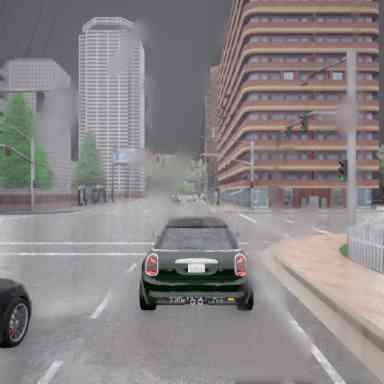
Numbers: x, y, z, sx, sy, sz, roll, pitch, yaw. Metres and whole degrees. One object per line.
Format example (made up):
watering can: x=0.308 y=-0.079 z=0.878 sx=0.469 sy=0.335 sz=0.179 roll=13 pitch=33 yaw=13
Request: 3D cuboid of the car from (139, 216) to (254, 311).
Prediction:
car: x=0.098 y=1.351 z=7.936 sx=2.097 sy=1.767 sz=4.553 roll=0 pitch=0 yaw=1

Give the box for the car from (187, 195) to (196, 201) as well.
car: x=-0.161 y=1.491 z=85.343 sx=2.128 sy=1.511 sz=4.902 roll=0 pitch=0 yaw=0

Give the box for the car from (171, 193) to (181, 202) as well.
car: x=-3.643 y=1.206 z=76.086 sx=2.150 sy=2.045 sz=5.566 roll=0 pitch=0 yaw=0

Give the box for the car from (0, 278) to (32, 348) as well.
car: x=-3.431 y=1.525 z=3.317 sx=1.812 sy=1.442 sz=4.674 roll=0 pitch=0 yaw=0

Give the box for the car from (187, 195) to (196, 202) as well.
car: x=-0.144 y=1.505 z=76.344 sx=1.812 sy=1.442 sz=4.674 roll=0 pitch=0 yaw=0

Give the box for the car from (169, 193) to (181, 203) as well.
car: x=-3.525 y=1.480 z=66.085 sx=2.128 sy=1.511 sz=4.902 roll=0 pitch=0 yaw=0
